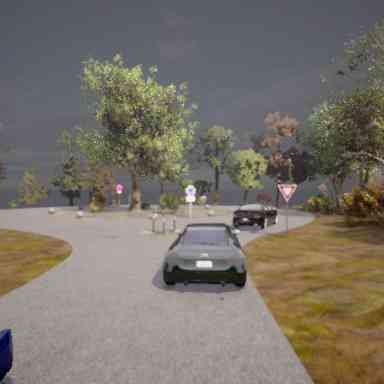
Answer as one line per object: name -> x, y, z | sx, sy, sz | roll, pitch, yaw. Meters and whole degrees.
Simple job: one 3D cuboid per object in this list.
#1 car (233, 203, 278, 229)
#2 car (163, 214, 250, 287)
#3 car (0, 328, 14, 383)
car -> 4.172, 1.426, 21.329 | 1.882, 1.535, 5.008 | 0, 0, 26
car -> 0.412, 1.541, 9.283 | 1.994, 1.385, 4.181 | 0, 0, 4
car -> -2.777, 1.597, 1.134 | 1.895, 1.301, 4.718 | 0, 0, 1
